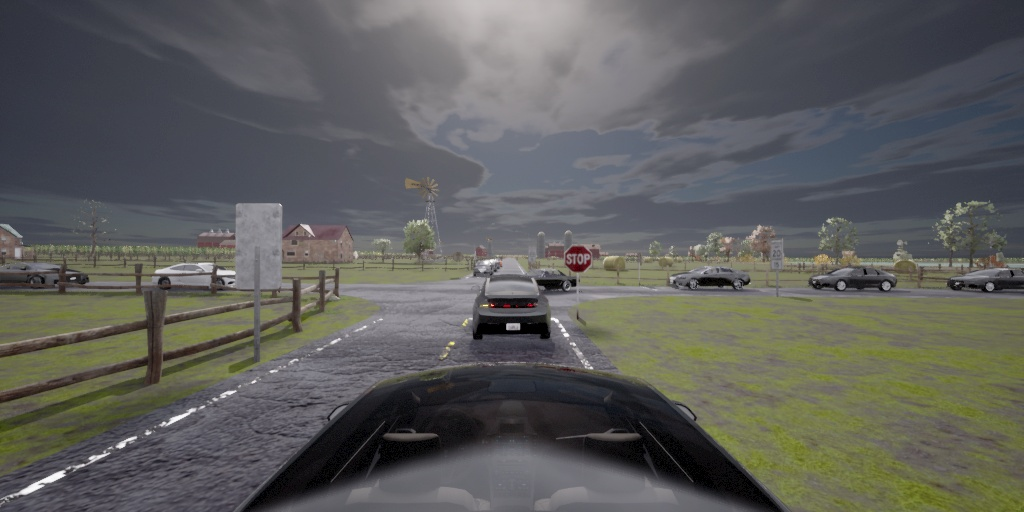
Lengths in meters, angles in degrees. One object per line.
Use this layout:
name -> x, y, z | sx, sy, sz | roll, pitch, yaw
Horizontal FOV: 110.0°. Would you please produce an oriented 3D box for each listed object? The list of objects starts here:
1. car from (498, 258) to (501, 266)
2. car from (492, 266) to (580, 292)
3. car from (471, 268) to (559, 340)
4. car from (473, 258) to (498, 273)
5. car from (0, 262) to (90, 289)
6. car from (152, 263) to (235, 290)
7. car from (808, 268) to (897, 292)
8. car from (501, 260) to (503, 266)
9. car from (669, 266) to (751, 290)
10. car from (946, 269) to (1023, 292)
car -> -2.854, 1.239, 46.170 | 2.128, 1.511, 4.902 | 0, 0, 0
car -> 1.499, 1.368, 20.084 | 4.718, 1.301, 1.895 | 1, 0, -35
car -> -0.074, 1.256, 10.038 | 1.837, 1.490, 4.892 | 0, 0, -2
car -> -2.861, 1.241, 36.725 | 2.128, 1.511, 4.902 | 0, 0, 0
car -> -26.364, 1.047, 19.872 | 4.181, 1.385, 1.994 | 1, -1, -1
car -> -17.244, 1.103, 19.994 | 4.674, 1.442, 1.812 | 1, -1, -1
car -> 22.199, 1.498, 23.485 | 4.892, 1.490, 1.837 | 1, -1, -1
car -> -2.823, 1.237, 55.712 | 2.128, 1.511, 4.902 | 0, 0, 0
car -> 12.798, 1.395, 23.313 | 4.902, 1.511, 2.128 | 1, -1, -2
car -> 31.702, 1.585, 23.606 | 4.892, 1.490, 1.837 | 1, -1, -1
